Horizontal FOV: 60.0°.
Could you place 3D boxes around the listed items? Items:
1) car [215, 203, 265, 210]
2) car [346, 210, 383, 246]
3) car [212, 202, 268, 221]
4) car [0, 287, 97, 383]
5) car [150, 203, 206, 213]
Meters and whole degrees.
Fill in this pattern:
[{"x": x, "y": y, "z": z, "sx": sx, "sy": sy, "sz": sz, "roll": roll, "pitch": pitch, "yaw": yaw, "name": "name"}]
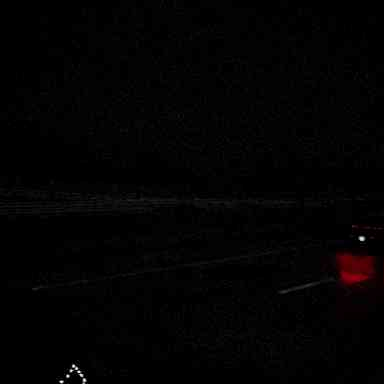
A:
[{"x": 3.987, "y": 1.574, "z": 24.035, "sx": 4.181, "sy": 1.385, "sz": 1.994, "roll": 0, "pitch": 0, "yaw": -35, "name": "car"}, {"x": 8.435, "y": 1.514, "z": 14.066, "sx": 4.892, "sy": 1.490, "sz": 1.837, "roll": 0, "pitch": 0, "yaw": -35, "name": "car"}, {"x": 4.189, "y": 1.611, "z": 28.479, "sx": 4.718, "sy": 1.301, "sz": 1.895, "roll": 0, "pitch": 0, "yaw": -35, "name": "car"}, {"x": -3.250, "y": 1.219, "z": 1.428, "sx": 5.566, "sy": 2.045, "sz": 2.150, "roll": 0, "pitch": 0, "yaw": -36, "name": "car"}, {"x": -1.203, "y": 1.610, "z": 28.932, "sx": 4.718, "sy": 1.301, "sz": 1.895, "roll": 0, "pitch": 0, "yaw": -35, "name": "car"}]
